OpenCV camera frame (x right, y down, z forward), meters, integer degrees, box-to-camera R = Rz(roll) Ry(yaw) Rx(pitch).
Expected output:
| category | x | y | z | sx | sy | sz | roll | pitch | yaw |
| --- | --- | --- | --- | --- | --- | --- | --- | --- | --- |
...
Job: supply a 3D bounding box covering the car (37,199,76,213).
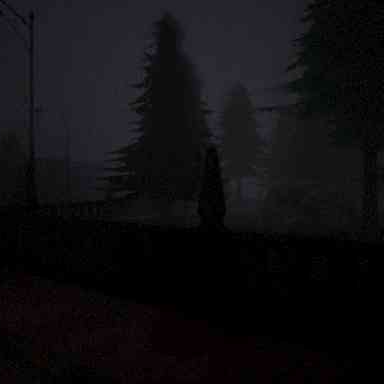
| category | x | y | z | sx | sy | sz | roll | pitch | yaw |
| --- | --- | --- | --- | --- | --- | --- | --- | --- | --- |
| car | -15.344 | 1.595 | 37.488 | 1.837 | 1.490 | 4.892 | 0 | 0 | 36 |
